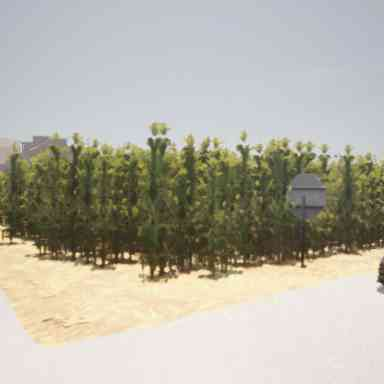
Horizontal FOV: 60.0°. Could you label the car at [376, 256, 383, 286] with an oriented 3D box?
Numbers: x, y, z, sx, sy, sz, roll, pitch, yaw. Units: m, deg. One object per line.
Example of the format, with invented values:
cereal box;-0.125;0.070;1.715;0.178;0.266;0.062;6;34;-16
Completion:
car;6.273;1.616;7.968;4.181;1.385;1.994;1;0;-35
